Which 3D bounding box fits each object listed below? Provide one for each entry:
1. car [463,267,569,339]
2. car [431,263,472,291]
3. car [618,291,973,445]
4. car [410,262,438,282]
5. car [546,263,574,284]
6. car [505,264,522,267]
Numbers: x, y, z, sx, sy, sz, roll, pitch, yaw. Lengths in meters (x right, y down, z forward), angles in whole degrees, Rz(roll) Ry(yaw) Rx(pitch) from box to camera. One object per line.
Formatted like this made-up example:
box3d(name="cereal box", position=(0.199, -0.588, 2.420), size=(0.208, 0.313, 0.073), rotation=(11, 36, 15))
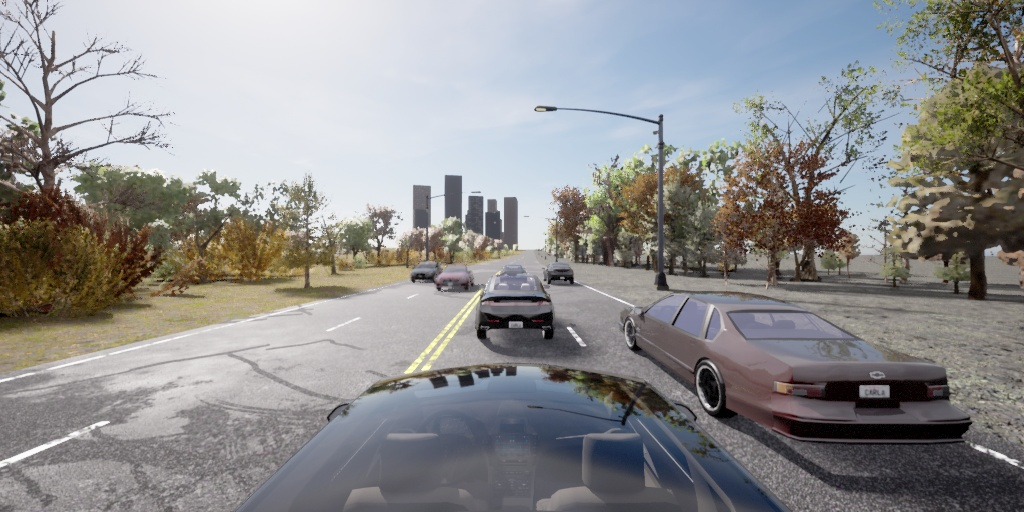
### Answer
box3d(name="car", position=(0.069, 1.240, 10.011), size=(2.128, 1.511, 4.902), rotation=(0, 0, 0))
box3d(name="car", position=(-3.372, 1.261, 21.928), size=(1.812, 1.442, 4.674), rotation=(0, 0, 0))
box3d(name="car", position=(3.344, 1.281, 5.822), size=(2.033, 1.411, 5.357), rotation=(0, 0, 0))
box3d(name="car", position=(-6.583, 1.229, 28.239), size=(1.837, 1.490, 4.892), rotation=(0, 0, 0))
box3d(name="car", position=(3.360, 1.225, 26.438), size=(1.837, 1.490, 4.892), rotation=(-1, 0, 0))
box3d(name="car", position=(0.111, 1.291, 26.763), size=(1.994, 1.385, 4.181), rotation=(0, 0, 0))
